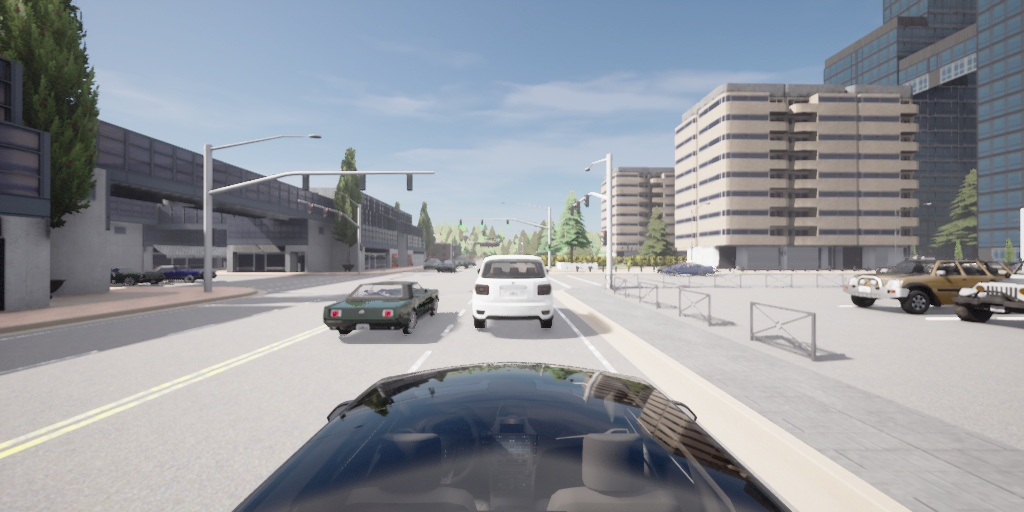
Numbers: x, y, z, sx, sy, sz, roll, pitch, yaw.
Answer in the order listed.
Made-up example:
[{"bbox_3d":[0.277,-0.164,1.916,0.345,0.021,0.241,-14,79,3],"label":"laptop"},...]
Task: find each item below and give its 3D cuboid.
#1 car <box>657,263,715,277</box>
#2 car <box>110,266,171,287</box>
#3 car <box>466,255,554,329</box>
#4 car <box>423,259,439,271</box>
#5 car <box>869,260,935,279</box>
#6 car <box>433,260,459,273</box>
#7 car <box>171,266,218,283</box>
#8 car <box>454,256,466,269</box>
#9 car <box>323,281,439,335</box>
[{"bbox_3d":[17.864,1.384,36.987,5.357,1.411,2.033,0,0,-2],"label":"car"},{"bbox_3d":[-26.662,1.406,24.373,4.718,1.301,1.895,0,0,-1],"label":"car"},{"bbox_3d":[0.035,0.997,11.458,2.150,2.045,5.566,0,0,0],"label":"car"},{"bbox_3d":[-11.749,1.228,53.204,2.097,1.767,4.553,0,0,-1],"label":"car"},{"bbox_3d":[40.818,1.403,37.596,4.181,1.385,1.994,0,0,-1],"label":"car"},{"bbox_3d":[-8.101,1.456,44.682,1.895,1.301,4.718,0,0,-2],"label":"car"},{"bbox_3d":[-25.886,1.415,27.891,4.718,1.301,1.895,0,0,-1],"label":"car"},{"bbox_3d":[-8.498,1.111,60.257,2.150,2.045,5.566,0,0,-1],"label":"car"},{"bbox_3d":[-3.469,1.373,10.563,1.895,1.301,4.718,0,0,0],"label":"car"}]
